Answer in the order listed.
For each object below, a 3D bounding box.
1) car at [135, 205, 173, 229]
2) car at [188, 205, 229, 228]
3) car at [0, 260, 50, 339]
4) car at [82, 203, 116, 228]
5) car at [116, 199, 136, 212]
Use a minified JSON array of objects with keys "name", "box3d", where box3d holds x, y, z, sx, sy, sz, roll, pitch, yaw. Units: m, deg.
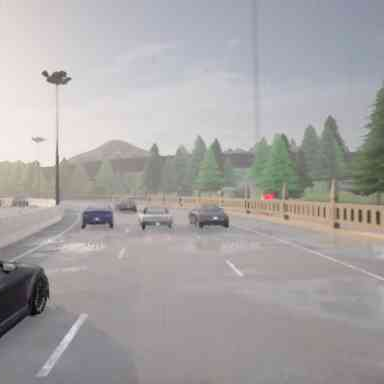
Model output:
[{"name":"car","box3d":[-2.473,1.585,21.699,1.895,1.301,4.718,0,0,-12]},{"name":"car","box3d":[0.998,1.534,21.959,1.994,1.385,4.181,0,0,-12]},{"name":"car","box3d":[-3.707,1.572,4.820,1.994,1.385,4.181,0,0,-3]},{"name":"car","box3d":[-6.257,1.475,22.417,1.882,1.535,5.008,0,0,-13]},{"name":"car","box3d":[-7.746,1.548,38.590,1.994,1.385,4.181,0,0,-22]}]
